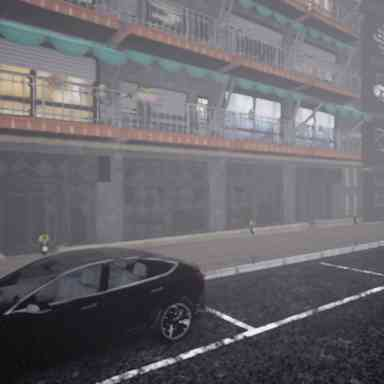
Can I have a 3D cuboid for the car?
[{"bbox_3d":[-1.745,1.568,4.865,4.313,1.339,1.947,0,-1,-35],"label":"car"}]
